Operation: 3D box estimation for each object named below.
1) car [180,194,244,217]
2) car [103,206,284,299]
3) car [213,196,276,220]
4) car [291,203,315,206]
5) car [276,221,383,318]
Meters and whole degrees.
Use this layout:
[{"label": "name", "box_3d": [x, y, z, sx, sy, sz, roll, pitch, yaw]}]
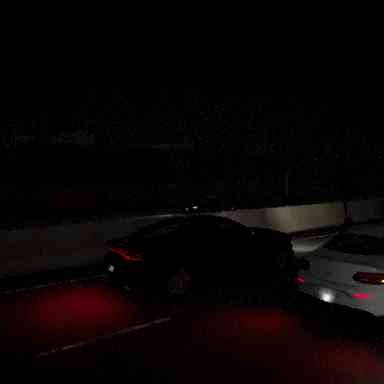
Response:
[{"label": "car", "box_3d": [1.632, 0.977, 26.266, 4.892, 1.490, 1.837, -2, 1, -34]}, {"label": "car", "box_3d": [0.371, 1.319, 8.201, 5.008, 1.535, 1.882, -2, 1, -34]}, {"label": "car", "box_3d": [3.733, 1.030, 23.463, 4.181, 1.385, 1.994, -2, 1, -34]}, {"label": "car", "box_3d": [5.616, 0.973, 20.510, 4.892, 1.490, 1.837, -2, 1, -34]}, {"label": "car", "box_3d": [3.974, 1.300, 6.424, 4.674, 1.442, 1.812, -2, 1, -34]}]
